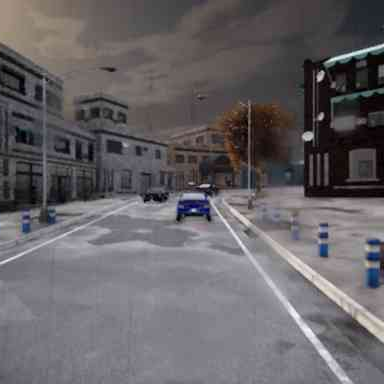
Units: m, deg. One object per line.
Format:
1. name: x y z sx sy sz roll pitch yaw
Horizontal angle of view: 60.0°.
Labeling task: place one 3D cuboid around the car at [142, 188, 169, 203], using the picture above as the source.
1. car: -3.391 0.306 31.274 1.895 1.301 4.718 0 3 4

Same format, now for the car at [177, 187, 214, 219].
1. car: 0.100 0.702 20.058 1.882 1.535 5.008 0 3 0

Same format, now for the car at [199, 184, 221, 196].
1. car: 1.949 -0.233 38.644 1.882 1.535 5.008 -1 3 19
